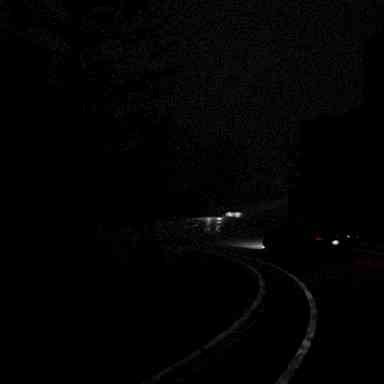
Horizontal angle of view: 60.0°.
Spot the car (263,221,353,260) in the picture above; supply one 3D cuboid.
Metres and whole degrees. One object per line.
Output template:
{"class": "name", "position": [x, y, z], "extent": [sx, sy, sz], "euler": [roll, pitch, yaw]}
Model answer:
{"class": "car", "position": [4.718, 1.916, 14.203], "extent": [1.994, 1.385, 4.181], "euler": [-1, -2, -16]}

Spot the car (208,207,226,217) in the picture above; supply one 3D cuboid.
{"class": "car", "position": [3.812, 2.969, 49.930], "extent": [1.812, 1.442, 4.674], "euler": [-1, -1, 18]}

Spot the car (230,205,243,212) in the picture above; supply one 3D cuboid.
{"class": "car", "position": [8.673, 3.257, 64.778], "extent": [1.895, 1.301, 4.718], "euler": [-1, -1, 18]}
